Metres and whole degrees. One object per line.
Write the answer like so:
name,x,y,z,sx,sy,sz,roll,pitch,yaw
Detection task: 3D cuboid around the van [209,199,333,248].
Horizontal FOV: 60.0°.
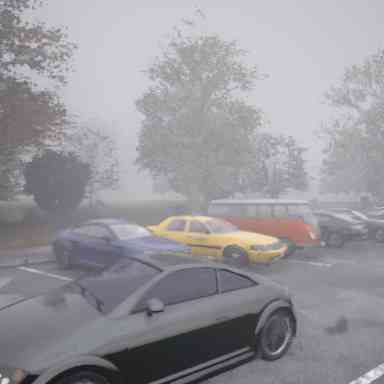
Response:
van,2.808,1.267,12.975,4.442,1.987,1.878,-1,-1,35

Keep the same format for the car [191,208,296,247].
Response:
car,0.426,1.485,11.237,5.366,1.575,1.946,-1,-1,35

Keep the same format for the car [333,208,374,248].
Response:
car,5.160,1.538,14.719,4.674,1.452,2.002,-1,-1,35

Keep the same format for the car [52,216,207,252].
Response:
car,-2.162,1.527,9.641,4.674,1.452,2.002,-1,-1,35

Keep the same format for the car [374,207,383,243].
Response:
car,7.612,1.543,16.368,4.674,1.452,2.002,0,-1,36

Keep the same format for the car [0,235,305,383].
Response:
car,-0.545,1.563,4.369,4.181,1.385,1.994,0,0,-35
